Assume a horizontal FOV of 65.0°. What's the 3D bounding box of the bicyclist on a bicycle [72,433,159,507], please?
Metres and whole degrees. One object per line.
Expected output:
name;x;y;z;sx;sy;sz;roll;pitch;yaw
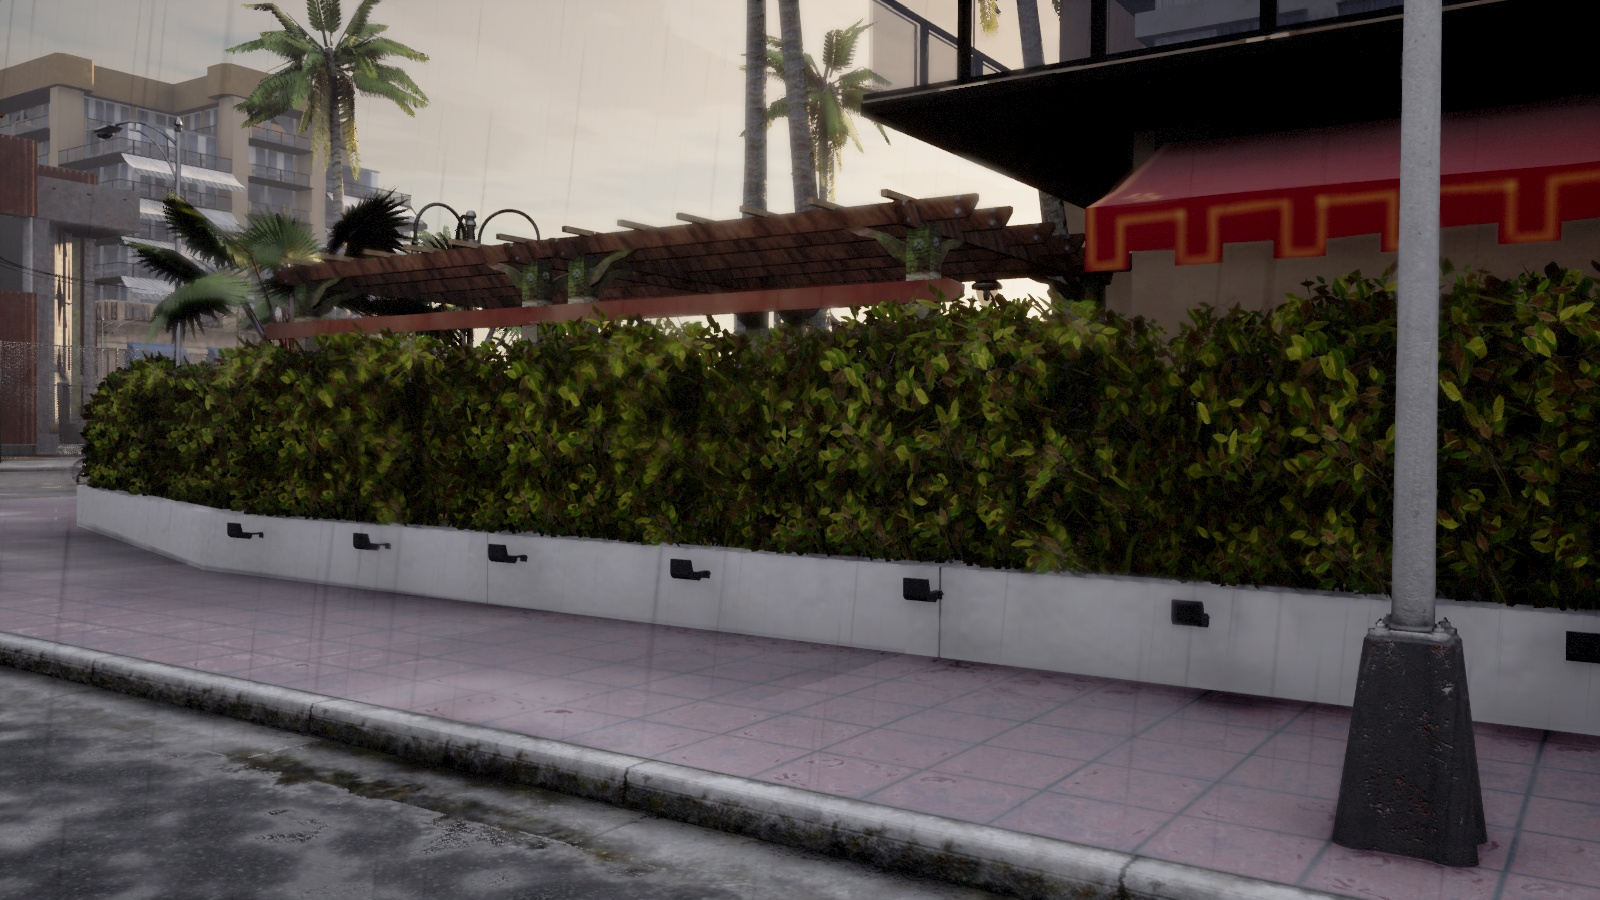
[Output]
bicyclist on a bicycle;-15.498;0.420;28.461;0.866;1.612;1.509;1;2;42

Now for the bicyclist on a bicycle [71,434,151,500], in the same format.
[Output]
bicyclist on a bicycle;-17.336;0.410;31.606;0.582;1.620;1.656;1;1;43
